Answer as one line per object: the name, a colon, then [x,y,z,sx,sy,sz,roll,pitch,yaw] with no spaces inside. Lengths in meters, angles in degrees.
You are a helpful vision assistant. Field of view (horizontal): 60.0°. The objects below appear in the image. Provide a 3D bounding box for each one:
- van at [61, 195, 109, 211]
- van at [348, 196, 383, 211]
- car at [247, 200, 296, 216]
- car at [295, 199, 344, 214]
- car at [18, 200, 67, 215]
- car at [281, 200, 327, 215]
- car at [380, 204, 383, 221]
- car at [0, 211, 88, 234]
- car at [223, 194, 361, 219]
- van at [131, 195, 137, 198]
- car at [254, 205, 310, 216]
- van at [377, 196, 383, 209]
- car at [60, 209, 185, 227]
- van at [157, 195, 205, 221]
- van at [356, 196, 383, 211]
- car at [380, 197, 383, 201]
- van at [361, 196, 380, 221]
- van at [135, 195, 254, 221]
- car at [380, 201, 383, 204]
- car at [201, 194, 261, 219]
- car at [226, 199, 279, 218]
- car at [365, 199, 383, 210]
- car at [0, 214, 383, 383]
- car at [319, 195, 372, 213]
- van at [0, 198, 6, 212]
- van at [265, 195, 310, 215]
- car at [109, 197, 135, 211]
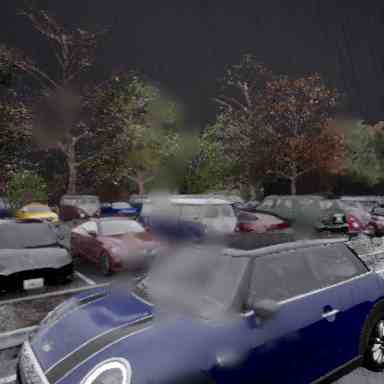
van: [-7.617,1.210,22.755,1.878,1.987,4.442,0,0,-36]
van: [23.887,1.535,45.345,1.878,1.987,4.442,1,0,-36]
car: [8.060,1.603,34.138,2.002,1.452,4.674,1,0,-36]
car: [14.815,1.647,38.977,2.097,1.535,5.008,1,0,-36]
car: [-9.826,1.449,21.088,1.946,1.575,5.366,0,0,-36]
car: [12.457,1.658,37.297,2.002,1.452,4.674,1,0,-36]
car: [8.813,1.517,18.588,2.002,1.452,4.674,1,0,-36]
car: [-4.689,1.500,8.867,2.163,1.488,4.792,0,0,-36]
car: [4.288,1.169,15.376,2.435,2.045,5.566,1,0,-36]
van: [-3.235,1.194,25.897,1.878,1.987,4.442,0,0,-36]
car: [2.051,1.451,13.772,2.163,1.488,4.792,0,0,-36]
van: [30.648,1.623,50.204,1.878,1.987,4.442,1,0,-36]
car: [-2.450,1.494,10.512,2.002,1.452,4.674,0,0,-36]
van: [-1.012,1.223,27.778,1.878,1.987,4.442,1,0,-36]
van: [26.002,1.563,47.149,1.878,1.987,4.442,1,0,-36]
car: [13.346,1.408,21.797,2.185,1.767,4.553,1,0,-36]
van: [6.629,1.223,16.875,1.878,1.987,4.442,1,0,-36]
van: [-0.126,1.212,12.032,1.878,1.987,4.442,0,0,-36]
car: [11.074,1.505,20.200,2.097,1.535,5.008,1,0,-36]
car: [3.474,1.253,30.817,2.435,2.045,5.566,1,0,-36]
car: [5.811,1.534,32.520,2.097,1.535,5.008,1,0,-36]
car: [28.316,1.817,48.671,2.097,1.535,5.008,1,0,-36]
car: [0.445,1.346,4.009,4.553,1.767,2.097,0,0,-36]
car: [19.333,1.453,42.189,2.435,2.045,5.566,1,0,-36]
van: [-12.255,1.243,19.717,1.878,1.987,4.442,0,0,-36]
van: [10.142,1.364,35.777,1.878,1.987,4.442,1,0,-36]
car: [-5.435,1.419,24.469,2.097,1.535,5.008,0,0,-36]
